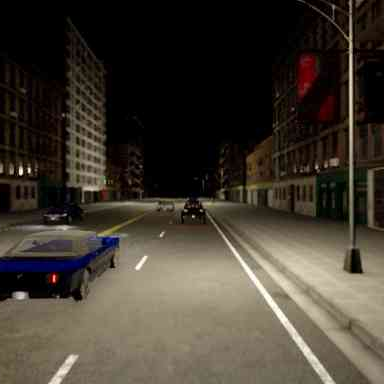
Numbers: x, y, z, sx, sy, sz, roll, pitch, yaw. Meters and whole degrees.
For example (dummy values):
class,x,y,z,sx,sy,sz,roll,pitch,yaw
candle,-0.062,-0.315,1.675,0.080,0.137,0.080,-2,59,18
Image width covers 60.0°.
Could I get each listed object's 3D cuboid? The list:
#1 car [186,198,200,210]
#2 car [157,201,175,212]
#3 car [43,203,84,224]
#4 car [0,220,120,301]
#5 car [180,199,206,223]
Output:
class,x,y,z,sx,sy,sz,roll,pitch,yaw
car,0.113,1.645,45.918,1.812,1.442,4.674,0,0,0
car,-3.139,1.707,40.877,1.895,1.301,4.718,0,0,0
car,-9.744,1.604,25.681,1.812,1.442,4.674,0,0,0
car,-3.148,1.623,8.347,1.895,1.301,4.718,0,0,0
car,0.106,1.559,26.074,2.128,1.511,4.902,0,0,0
